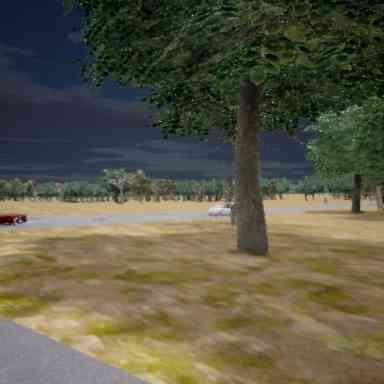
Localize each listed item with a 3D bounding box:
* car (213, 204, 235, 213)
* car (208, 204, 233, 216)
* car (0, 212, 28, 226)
[{"bbox_3d":[6.188,3.079,63.770,1.837,1.490,4.892,0,0,37],"label":"car"},{"bbox_3d":[4.200,2.723,49.410,1.812,1.442,4.674,0,-2,37],"label":"car"},{"bbox_3d":[-14.612,1.868,24.187,1.895,1.301,4.718,0,-2,37],"label":"car"}]
